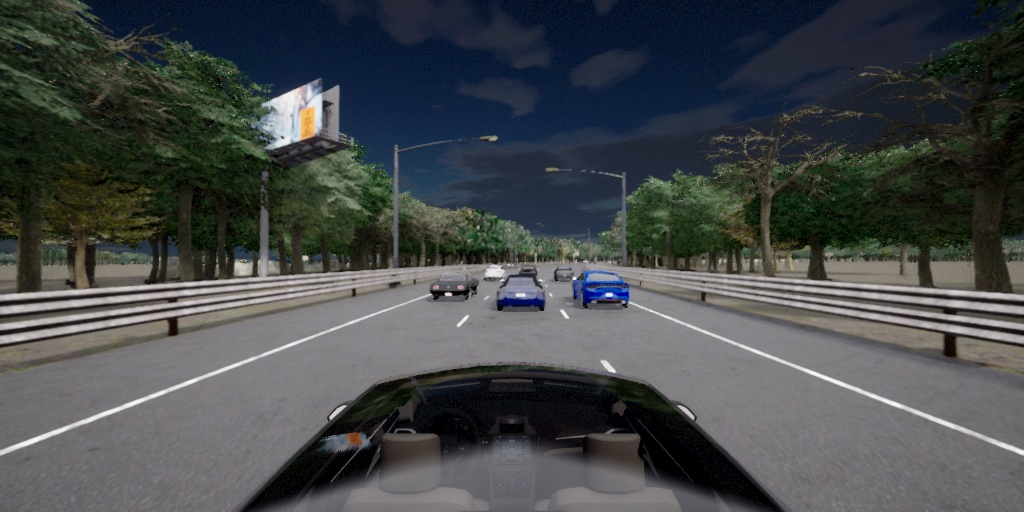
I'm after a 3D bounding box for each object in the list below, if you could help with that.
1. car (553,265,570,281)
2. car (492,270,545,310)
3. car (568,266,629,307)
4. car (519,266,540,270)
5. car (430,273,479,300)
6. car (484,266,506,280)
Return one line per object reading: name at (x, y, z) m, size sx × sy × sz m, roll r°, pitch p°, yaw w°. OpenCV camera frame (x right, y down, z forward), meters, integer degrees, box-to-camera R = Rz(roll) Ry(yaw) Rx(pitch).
car at (5.231, 1.698, 36.404) m, size 2.128 × 1.511 × 4.902 m, roll 0°, pitch -1°, yaw 5°
car at (0.412, 1.496, 15.754) m, size 1.994 × 1.385 × 4.181 m, roll 0°, pitch -1°, yaw 2°
car at (3.952, 1.422, 16.653) m, size 1.882 × 1.535 × 5.008 m, roll 0°, pitch -1°, yaw 2°
car at (1.732, 1.713, 36.589) m, size 1.837 × 1.490 × 4.892 m, roll 0°, pitch -1°, yaw 5°
car at (-2.943, 1.580, 19.452) m, size 1.895 × 1.301 × 4.718 m, roll 0°, pitch -1°, yaw 3°
car at (-1.712, 1.742, 37.342) m, size 1.812 × 1.442 × 4.674 m, roll 0°, pitch -1°, yaw 5°
